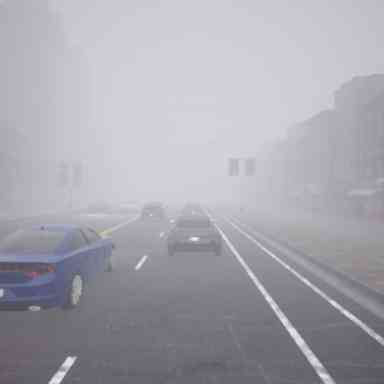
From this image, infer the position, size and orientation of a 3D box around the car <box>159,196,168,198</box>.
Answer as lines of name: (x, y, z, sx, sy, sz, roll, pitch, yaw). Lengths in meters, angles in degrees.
car: (-6.504, 1.585, 76.599, 1.882, 1.535, 5.008, 0, 0, 0)

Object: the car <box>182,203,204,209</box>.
car: (0.092, 1.609, 28.645, 1.994, 1.385, 4.181, 0, 0, 0)

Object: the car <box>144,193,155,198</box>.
car: (-9.754, 1.332, 76.570, 2.150, 2.045, 5.566, 0, 0, 0)

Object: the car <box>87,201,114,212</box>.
car: (-9.845, 1.631, 35.939, 1.994, 1.385, 4.181, 0, 0, 0)

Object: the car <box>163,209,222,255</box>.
car: (0.093, 1.580, 13.384, 1.994, 1.385, 4.181, 0, 0, 0)

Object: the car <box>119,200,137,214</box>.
car: (-6.590, 1.592, 35.823, 1.812, 1.442, 4.674, 0, 0, 0)

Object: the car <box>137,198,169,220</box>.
car: (-3.158, 1.548, 28.246, 1.837, 1.490, 4.892, 0, 0, 0)

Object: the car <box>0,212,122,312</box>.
car: (-3.170, 1.487, 7.883, 1.882, 1.535, 5.008, 0, 0, 0)
